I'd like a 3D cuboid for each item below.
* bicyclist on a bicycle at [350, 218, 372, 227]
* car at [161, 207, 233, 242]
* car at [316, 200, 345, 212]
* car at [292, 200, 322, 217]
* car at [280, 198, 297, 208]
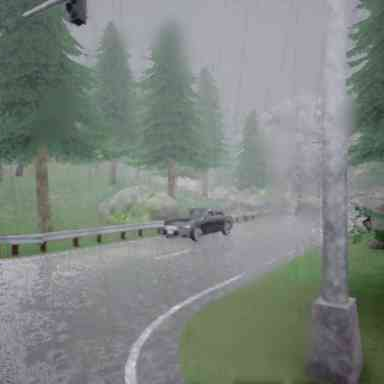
[{"bbox_3d":[8.298,1.470,16.198,1.656,1.620,0.582,-8,-7,34],"label":"bicyclist on a bicycle"},{"bbox_3d":[0.383,1.567,17.162,2.128,1.511,4.902,0,0,34],"label":"car"},{"bbox_3d":[17.504,1.757,42.340,1.895,1.301,4.718,0,0,2],"label":"car"},{"bbox_3d":[11.711,1.729,33.671,1.895,1.301,4.718,0,0,26],"label":"car"},{"bbox_3d":[14.907,1.670,52.295,1.882,1.535,5.008,0,0,-31],"label":"car"}]
